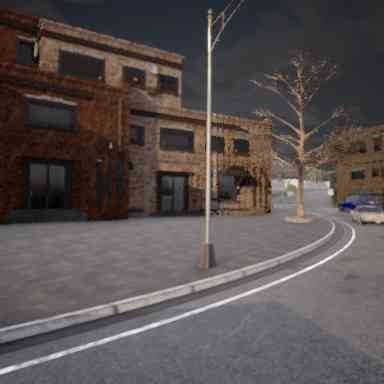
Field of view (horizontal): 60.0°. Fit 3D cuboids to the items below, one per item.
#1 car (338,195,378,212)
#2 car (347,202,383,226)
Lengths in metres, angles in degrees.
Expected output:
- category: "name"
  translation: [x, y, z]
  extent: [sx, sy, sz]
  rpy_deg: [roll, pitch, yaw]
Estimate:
- category: "car"
  translation: [18.034, 1.294, 36.191]
  extent: [2.150, 2.045, 5.566]
  rpy_deg: [1, 0, 0]
- category: "car"
  translation: [12.628, 1.643, 23.600]
  extent: [1.895, 1.301, 4.718]
  rpy_deg: [0, 0, 16]
